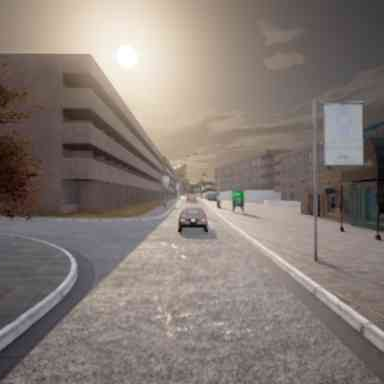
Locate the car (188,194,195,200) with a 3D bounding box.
[{"bbox_3d":[-0.138,1.119,80.045,1.812,1.442,4.674,0,0,0],"label":"car"}]

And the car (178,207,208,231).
[{"bbox_3d":[0.062,1.706,21.550,2.033,1.411,5.357,0,-1,0],"label":"car"}]

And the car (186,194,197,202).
[{"bbox_3d":[-0.121,1.174,70.001,2.097,1.767,4.553,0,0,0],"label":"car"}]
